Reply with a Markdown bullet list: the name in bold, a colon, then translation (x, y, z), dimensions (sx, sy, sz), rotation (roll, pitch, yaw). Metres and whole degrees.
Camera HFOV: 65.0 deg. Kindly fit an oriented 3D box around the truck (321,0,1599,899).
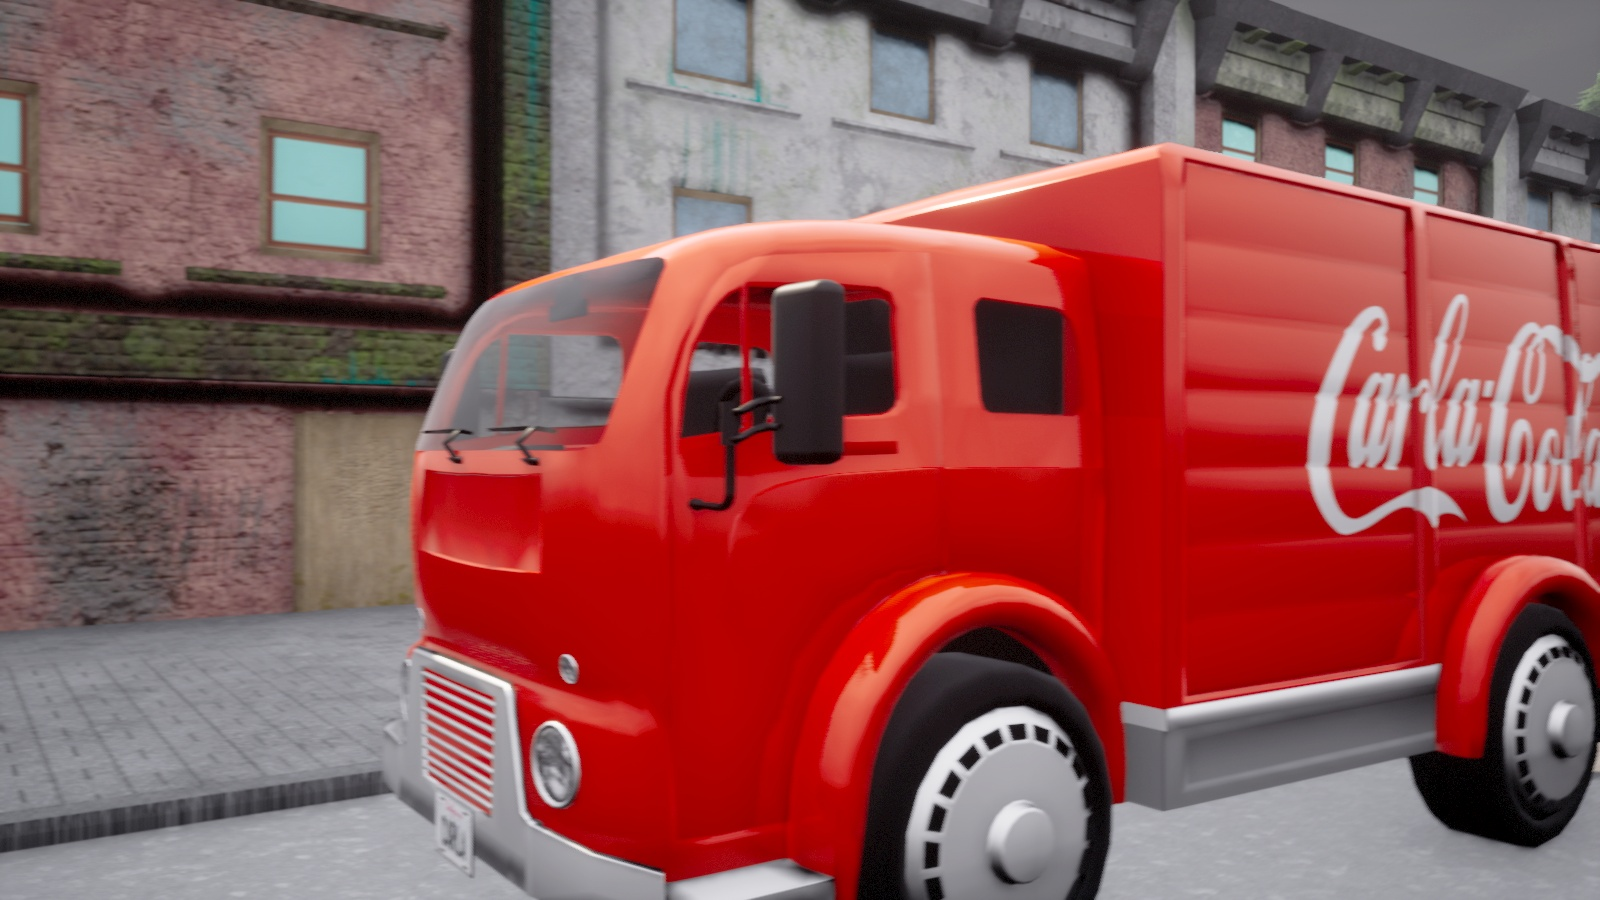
- **truck**: translation (1.117, 0.268, 5.045), dimensions (5.204, 2.467, 2.627), rotation (0, 0, -35)
